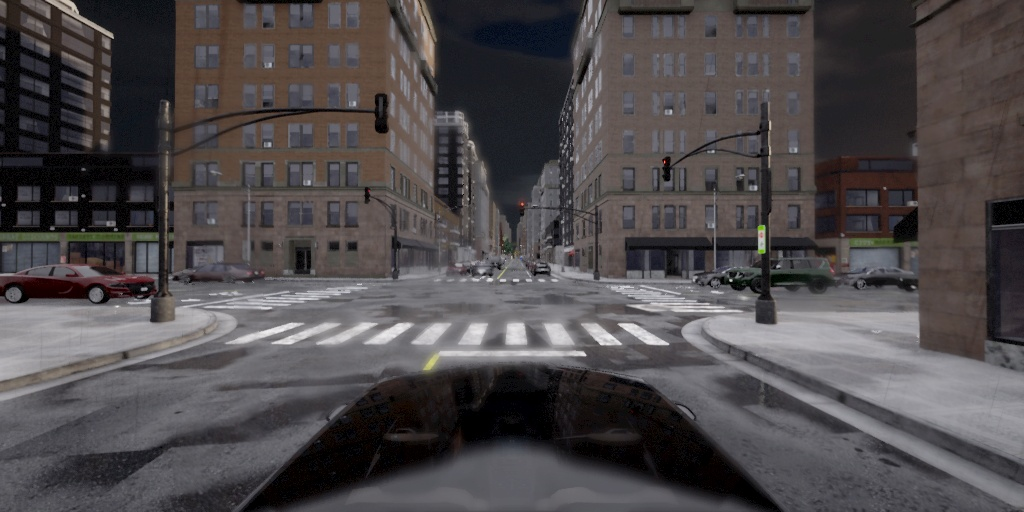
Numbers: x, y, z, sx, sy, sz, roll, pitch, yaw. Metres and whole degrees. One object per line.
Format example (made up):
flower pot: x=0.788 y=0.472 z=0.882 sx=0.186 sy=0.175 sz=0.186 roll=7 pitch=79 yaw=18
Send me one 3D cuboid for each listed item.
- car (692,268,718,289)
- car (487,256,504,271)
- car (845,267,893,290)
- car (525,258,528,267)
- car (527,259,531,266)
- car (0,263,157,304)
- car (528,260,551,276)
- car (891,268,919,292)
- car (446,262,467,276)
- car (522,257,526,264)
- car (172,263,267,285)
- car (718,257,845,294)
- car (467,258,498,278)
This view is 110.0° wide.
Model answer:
car: x=14.826 y=1.398 z=24.277 sx=4.902 sy=1.511 sz=2.128 roll=0 pitch=-1 yaw=2
car: x=-2.628 y=0.964 z=50.228 sx=2.150 sy=2.045 sz=5.566 roll=0 pitch=0 yaw=1
car: x=24.231 y=1.460 z=24.219 sx=4.902 sy=1.511 sz=2.128 roll=0 pitch=-1 yaw=0
car: x=3.103 y=1.296 z=47.311 sx=2.007 sy=1.370 sz=4.403 roll=0 pitch=0 yaw=1
car: x=3.035 y=1.292 z=41.781 sx=1.888 sy=1.381 sz=4.507 roll=0 pitch=0 yaw=1
car: x=-17.440 y=1.060 z=14.537 sx=5.008 sy=1.535 sz=1.882 roll=0 pitch=-1 yaw=-1
car: x=2.967 y=1.313 z=36.251 sx=1.948 sy=1.339 sz=4.313 roll=0 pitch=0 yaw=1
car: x=25.718 y=1.547 z=20.963 sx=4.718 sy=1.301 sz=1.895 roll=0 pitch=-1 yaw=0
car: x=-5.558 y=1.331 z=36.352 sx=1.802 sy=1.307 sz=4.207 roll=0 pitch=0 yaw=1
car: x=3.307 y=1.307 z=63.902 sx=1.948 sy=1.339 sz=4.313 roll=0 pitch=0 yaw=1
car: x=-19.793 y=1.209 z=24.382 sx=5.357 sy=1.411 sz=2.033 roll=0 pitch=-1 yaw=2
car: x=15.615 y=1.102 z=21.029 sx=5.566 sy=2.045 sz=2.150 roll=0 pitch=-1 yaw=0
car: x=-2.770 y=1.240 z=34.545 sx=2.128 sy=1.511 sz=4.902 roll=0 pitch=0 yaw=-1
